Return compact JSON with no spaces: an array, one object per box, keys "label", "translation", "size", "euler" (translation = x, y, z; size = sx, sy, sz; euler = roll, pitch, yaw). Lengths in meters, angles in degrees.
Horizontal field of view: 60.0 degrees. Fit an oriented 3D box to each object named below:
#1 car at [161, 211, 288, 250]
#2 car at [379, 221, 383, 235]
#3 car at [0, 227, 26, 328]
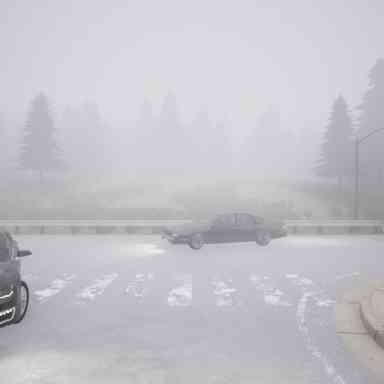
[{"label":"car","translation":[1.458,1.547,14.287],"size":[5.357,1.411,2.033],"euler":[0,0,-20]},{"label":"car","translation":[11.237,1.491,15.165],"size":[4.902,1.511,2.128],"euler":[0,0,0]},{"label":"car","translation":[-4.457,1.505,6.646],"size":[1.837,1.490,4.892],"euler":[0,0,-28]}]
